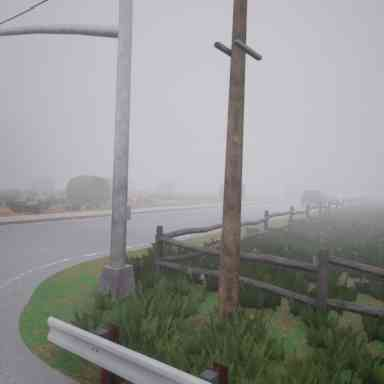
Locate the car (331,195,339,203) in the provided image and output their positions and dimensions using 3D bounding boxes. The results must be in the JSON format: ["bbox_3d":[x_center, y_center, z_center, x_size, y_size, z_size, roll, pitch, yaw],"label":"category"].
[{"bbox_3d":[21.133,1.130,50.746,1.994,1.385,4.181,3,2,33],"label":"car"}]

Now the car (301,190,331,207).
[{"bbox_3d":[15.383,0.808,41.847,2.150,2.045,5.566,3,2,34],"label":"car"}]

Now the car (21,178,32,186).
[{"bbox_3d":[-39.212,-2.342,79.241,1.905,1.878,3.866,8,2,-13],"label":"car"}]
